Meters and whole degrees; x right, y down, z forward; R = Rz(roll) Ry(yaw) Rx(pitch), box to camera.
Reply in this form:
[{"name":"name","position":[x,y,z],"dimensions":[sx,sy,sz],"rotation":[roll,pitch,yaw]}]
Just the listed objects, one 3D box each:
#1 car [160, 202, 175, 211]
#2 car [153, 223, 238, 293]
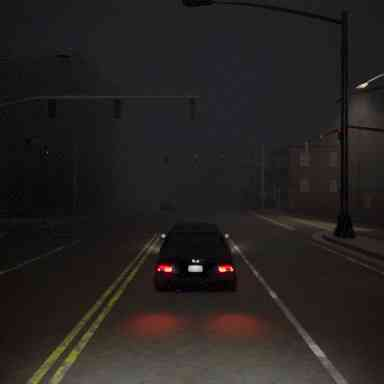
[{"name":"car","position":[-3.534,2.140,47.768],"dimensions":[1.812,1.442,4.674],"rotation":[0,-6,0]},{"name":"car","position":[0.083,1.539,8.988],"dimensions":[2.033,1.411,5.357],"rotation":[0,0,0]}]
